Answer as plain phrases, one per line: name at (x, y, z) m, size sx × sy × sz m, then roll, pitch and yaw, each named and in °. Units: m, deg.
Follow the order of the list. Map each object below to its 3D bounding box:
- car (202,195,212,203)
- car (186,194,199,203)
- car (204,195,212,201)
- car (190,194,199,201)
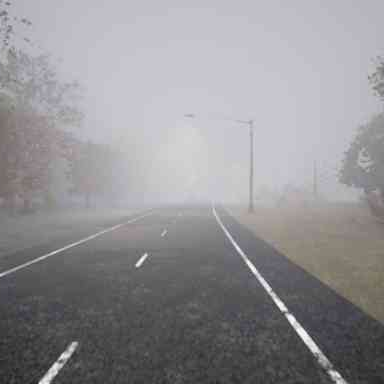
car at (3.354, 1.776, 77.421) m, size 1.895 × 1.301 × 4.718 m, roll 0°, pitch 0°, yaw 5°
car at (-0.210, 1.701, 76.837) m, size 2.128 × 1.511 × 4.902 m, roll 0°, pitch 0°, yaw 5°
car at (4.258, 1.585, 87.326) m, size 1.812 × 1.442 × 4.674 m, roll 0°, pitch 0°, yaw 6°
car at (0.730, 1.398, 87.215) m, size 2.097 × 1.767 × 4.553 m, roll 0°, pitch 0°, yaw 6°
